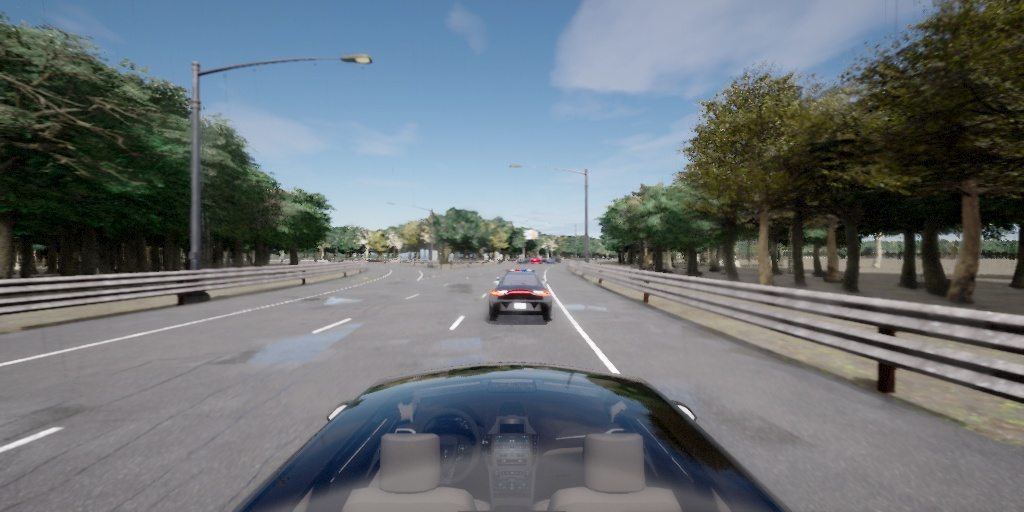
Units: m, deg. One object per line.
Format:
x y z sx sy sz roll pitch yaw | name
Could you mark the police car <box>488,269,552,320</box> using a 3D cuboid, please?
0.307 1.256 12.702 2.038 1.542 4.974 0 0 2 | police car
